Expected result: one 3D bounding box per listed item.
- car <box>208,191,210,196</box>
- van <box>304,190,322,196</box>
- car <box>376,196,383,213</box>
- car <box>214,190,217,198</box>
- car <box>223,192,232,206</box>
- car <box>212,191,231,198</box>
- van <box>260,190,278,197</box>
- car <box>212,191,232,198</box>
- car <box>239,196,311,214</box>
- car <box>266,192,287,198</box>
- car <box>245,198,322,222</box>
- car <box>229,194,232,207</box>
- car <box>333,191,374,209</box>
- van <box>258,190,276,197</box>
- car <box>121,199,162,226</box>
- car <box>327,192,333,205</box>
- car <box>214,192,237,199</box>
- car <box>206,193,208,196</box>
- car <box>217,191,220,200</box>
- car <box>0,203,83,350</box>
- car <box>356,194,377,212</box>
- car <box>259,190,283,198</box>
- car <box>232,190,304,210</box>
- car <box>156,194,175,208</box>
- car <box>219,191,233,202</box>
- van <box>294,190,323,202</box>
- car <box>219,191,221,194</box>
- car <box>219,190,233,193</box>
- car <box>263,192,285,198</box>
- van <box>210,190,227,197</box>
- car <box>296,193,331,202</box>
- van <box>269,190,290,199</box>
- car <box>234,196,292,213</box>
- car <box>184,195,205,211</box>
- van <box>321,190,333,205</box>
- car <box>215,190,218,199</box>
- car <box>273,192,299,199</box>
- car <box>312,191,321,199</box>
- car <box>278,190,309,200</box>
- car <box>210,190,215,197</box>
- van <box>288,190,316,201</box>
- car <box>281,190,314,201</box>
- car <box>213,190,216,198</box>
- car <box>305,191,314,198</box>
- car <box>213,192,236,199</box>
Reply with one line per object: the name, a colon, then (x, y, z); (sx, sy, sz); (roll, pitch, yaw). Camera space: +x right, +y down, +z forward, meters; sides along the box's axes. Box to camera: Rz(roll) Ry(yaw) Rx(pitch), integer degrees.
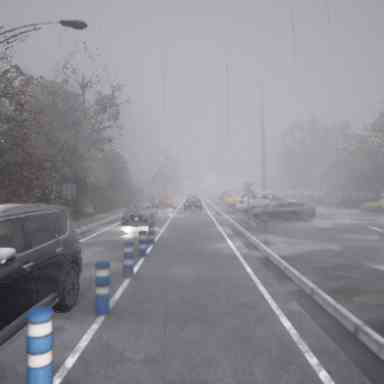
car: (7.065, 0.744, 77.725); (5.366, 1.575, 1.946); (0, 0, 0)
van: (20.008, 0.721, 52.551); (4.442, 1.987, 1.878); (0, 1, 0)
car: (19.926, 1.321, 30.421); (4.674, 1.452, 2.002); (0, 1, 0)
car: (7.103, 0.889, 63.844); (4.792, 1.488, 2.163); (0, 0, 0)
car: (6.735, 1.145, 38.873); (5.366, 1.575, 1.946); (0, 1, 0)
car: (7.266, 0.576, 83.275); (4.553, 1.767, 2.185); (0, 0, 0)
van: (20.541, 0.424, 88.701); (4.442, 1.987, 1.878); (0, 0, 0)
car: (7.243, 0.598, 80.499); (4.553, 1.767, 2.185); (0, 0, 0)
car: (6.831, 1.334, 27.769); (5.008, 1.535, 2.097); (0, 1, 0)
car: (20.350, 0.758, 80.268); (4.674, 1.452, 2.002); (0, 0, 0)
car: (6.773, 1.411, 24.994); (4.792, 1.488, 2.163); (0, 1, 0)
car: (6.903, 1.195, 36.096); (4.892, 1.521, 2.231); (0, 1, 0)
car: (20.028, 0.890, 38.724); (5.566, 2.045, 2.435); (0, 1, 0)
van: (20.563, 0.402, 91.345); (4.442, 1.987, 1.878); (0, 0, 0)
car: (-3.341, 1.389, 21.942); (1.994, 1.385, 4.181); (0, 1, 0)
car: (19.995, 1.124, 41.498); (4.792, 1.488, 2.163); (0, 1, 0)
car: (7.210, 0.793, 72.172); (4.892, 1.521, 2.231); (0, 0, 0)
car: (7.420, 0.360, 94.377); (5.566, 2.045, 2.435); (0, 0, 0)
car: (7.091, 0.957, 55.515); (4.792, 1.488, 2.163); (0, 0, 0)
car: (-3.350, 1.235, 4.800); (2.150, 2.045, 5.566); (0, 0, 0)
car: (19.767, 1.232, 33.192); (5.366, 1.575, 1.946); (0, 1, 0)
car: (20.372, 0.421, 85.931); (5.566, 2.045, 2.435); (0, 0, 0)
car: (6.878, 1.036, 30.540); (5.566, 2.045, 2.435); (0, 1, 0)
car: (-3.225, 1.018, 39.888); (2.097, 1.767, 4.553); (0, 1, 0)
car: (6.783, 1.052, 44.545); (5.366, 1.575, 1.946); (0, 1, 0)
van: (20.280, 0.673, 58.105); (4.442, 1.987, 1.878); (0, 0, 0)
car: (7.009, 0.982, 49.963); (4.892, 1.521, 2.231); (0, 1, 0)
car: (7.069, 0.827, 52.741); (4.553, 1.767, 2.185); (0, 1, 0)
car: (20.370, 0.696, 83.039); (5.008, 1.535, 2.097); (0, 0, 0)
van: (7.252, 0.408, 91.603); (4.442, 1.987, 1.878); (0, 0, 0)
car: (20.146, 0.921, 55.338); (5.008, 1.535, 2.097); (0, 0, 0)
van: (20.446, 0.514, 77.621); (4.442, 1.987, 1.878); (0, 0, 0)
car: (7.059, 1.238, 33.318); (5.366, 1.575, 1.946); (0, 1, 0)
car: (0.117, 1.259, 35.835); (1.895, 1.301, 4.718); (0, 1, 0)
van: (20.164, 0.823, 44.387); (4.442, 1.987, 1.878); (0, 1, 0)
car: (7.080, 0.911, 61.068); (4.792, 1.488, 2.163); (0, 0, 0)
car: (20.276, 0.786, 71.958); (5.008, 1.535, 2.097); (0, 0, 0)
car: (20.100, 1.038, 47.162); (4.792, 1.488, 2.163); (0, 1, 1)
car: (20.206, 0.580, 66.415); (5.566, 2.045, 2.435); (0, 0, 0)
car: (6.994, 0.811, 69.397); (5.366, 1.575, 1.946); (0, 0, 0)
van: (20.071, 0.650, 60.877); (4.442, 1.987, 1.878); (0, 0, 0)
car: (20.183, 0.602, 63.645); (5.566, 2.045, 2.435); (0, 0, 0)
car: (7.127, 0.866, 66.620); (4.792, 1.488, 2.163); (0, 0, 0)
car: (20.123, 1.004, 49.801); (4.792, 1.488, 2.163); (0, 1, 0)
car: (7.221, 0.770, 74.948); (4.892, 1.521, 2.231); (0, 0, 0)
